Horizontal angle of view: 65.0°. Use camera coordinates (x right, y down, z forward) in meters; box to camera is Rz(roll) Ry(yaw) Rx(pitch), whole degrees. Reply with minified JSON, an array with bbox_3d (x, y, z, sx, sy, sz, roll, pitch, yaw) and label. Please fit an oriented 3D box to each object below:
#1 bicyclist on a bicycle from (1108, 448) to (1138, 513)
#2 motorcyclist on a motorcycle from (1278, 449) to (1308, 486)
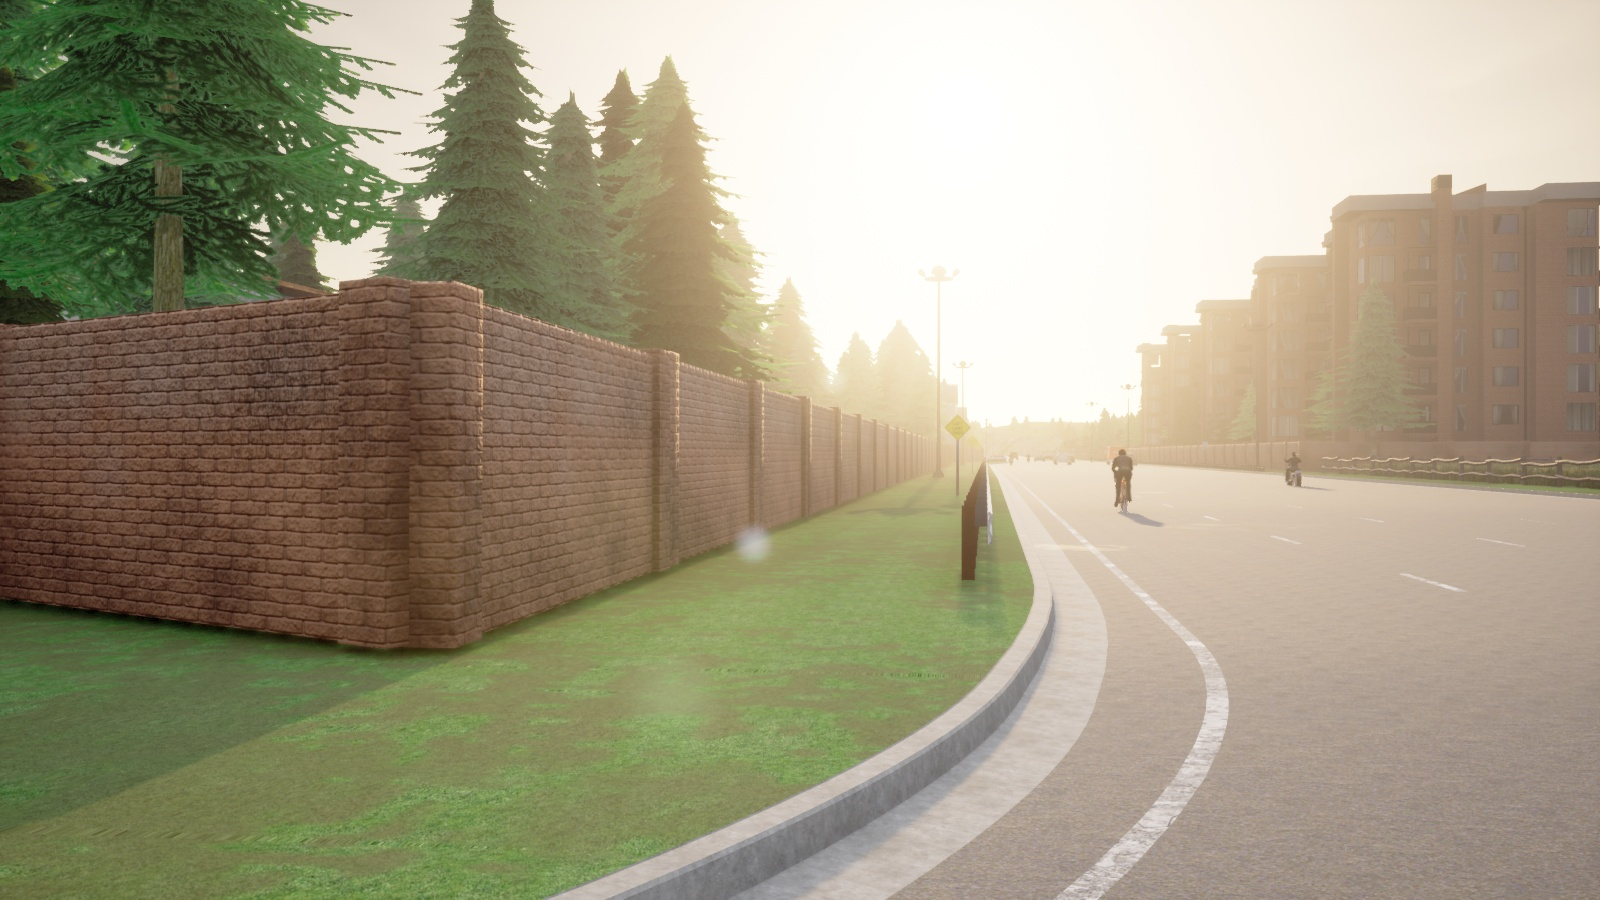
[{"bbox_3d":[8.189,0.758,31.868,0.582,1.620,1.656,0,0,9],"label":"bicyclist on a bicycle"},{"bbox_3d":[22.727,0.787,57.922,0.766,1.649,2.350,0,0,9],"label":"motorcyclist on a motorcycle"}]
